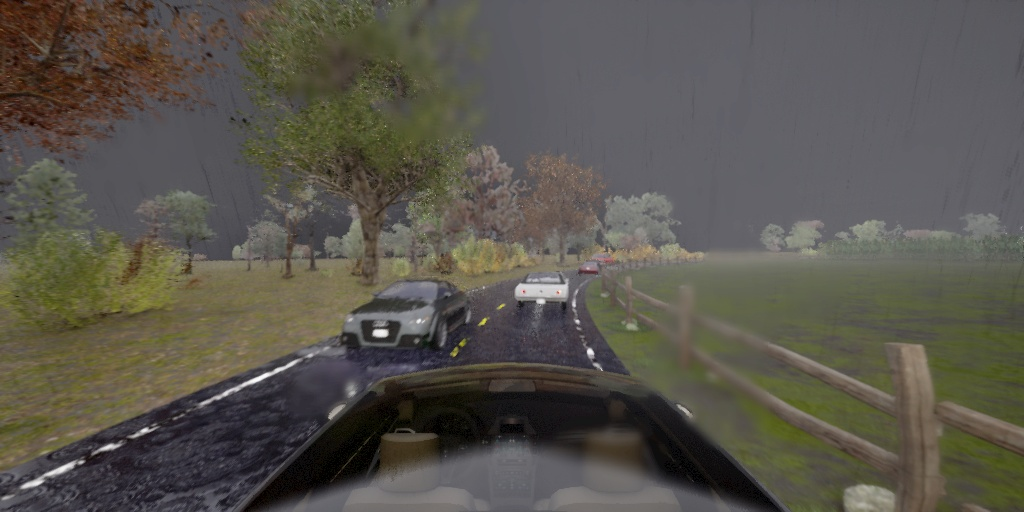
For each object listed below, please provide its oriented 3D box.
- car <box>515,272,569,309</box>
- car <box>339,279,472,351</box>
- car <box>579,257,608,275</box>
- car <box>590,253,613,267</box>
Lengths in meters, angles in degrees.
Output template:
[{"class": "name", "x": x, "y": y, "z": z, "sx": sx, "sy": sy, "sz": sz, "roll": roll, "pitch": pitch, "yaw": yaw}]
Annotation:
[{"class": "car", "x": 1.385, "y": 1.295, "z": 14.770, "sx": 1.895, "sy": 1.301, "sz": 4.718, "roll": 0, "pitch": 0, "yaw": 9}, {"class": "car", "x": -2.304, "y": 1.267, "z": 8.794, "sx": 1.994, "sy": 1.385, "sz": 4.181, "roll": 0, "pitch": 0, "yaw": 6}, {"class": "car", "x": 8.089, "y": 1.133, "z": 36.135, "sx": 1.994, "sy": 1.385, "sz": 4.181, "roll": 0, "pitch": 1, "yaw": 24}, {"class": "car", "x": 12.186, "y": 0.636, "z": 49.404, "sx": 2.150, "sy": 2.045, "sz": 5.566, "roll": 0, "pitch": 0, "yaw": 35}]
